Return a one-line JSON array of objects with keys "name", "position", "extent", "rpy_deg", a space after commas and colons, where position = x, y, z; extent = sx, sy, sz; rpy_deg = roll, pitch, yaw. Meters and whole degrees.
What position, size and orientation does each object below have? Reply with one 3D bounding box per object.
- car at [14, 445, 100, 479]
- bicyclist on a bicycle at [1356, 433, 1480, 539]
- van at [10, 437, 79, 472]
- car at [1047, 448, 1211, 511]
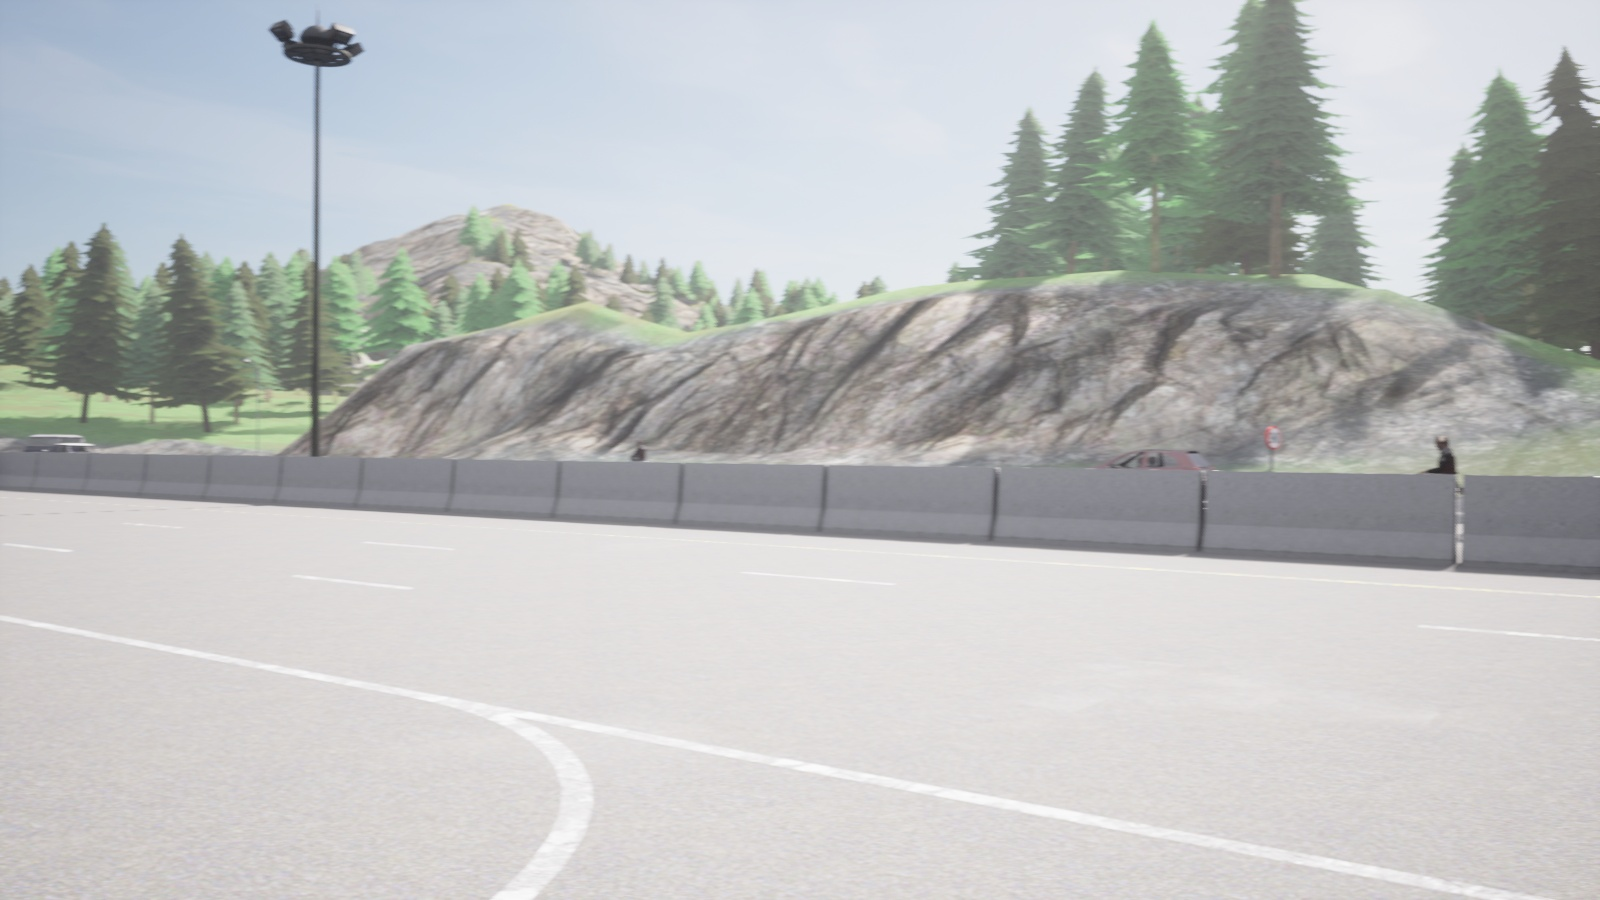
[{"name": "car", "position": [-33.891, 0.528, 57.274], "extent": [3.806, 1.475, 1.970], "rpy_deg": [0, 0, 35]}, {"name": "bicyclist on a bicycle", "position": [10.710, 0.592, 21.803], "extent": [1.843, 1.776, 0.659], "rpy_deg": [0, 0, 35]}, {"name": "van", "position": [-43.757, 0.267, 72.718], "extent": [4.442, 1.987, 1.775], "rpy_deg": [0, 0, 35]}, {"name": "car", "position": [8.362, 0.712, 31.986], "extent": [3.633, 1.501, 1.845], "rpy_deg": [0, 0, 35]}]
